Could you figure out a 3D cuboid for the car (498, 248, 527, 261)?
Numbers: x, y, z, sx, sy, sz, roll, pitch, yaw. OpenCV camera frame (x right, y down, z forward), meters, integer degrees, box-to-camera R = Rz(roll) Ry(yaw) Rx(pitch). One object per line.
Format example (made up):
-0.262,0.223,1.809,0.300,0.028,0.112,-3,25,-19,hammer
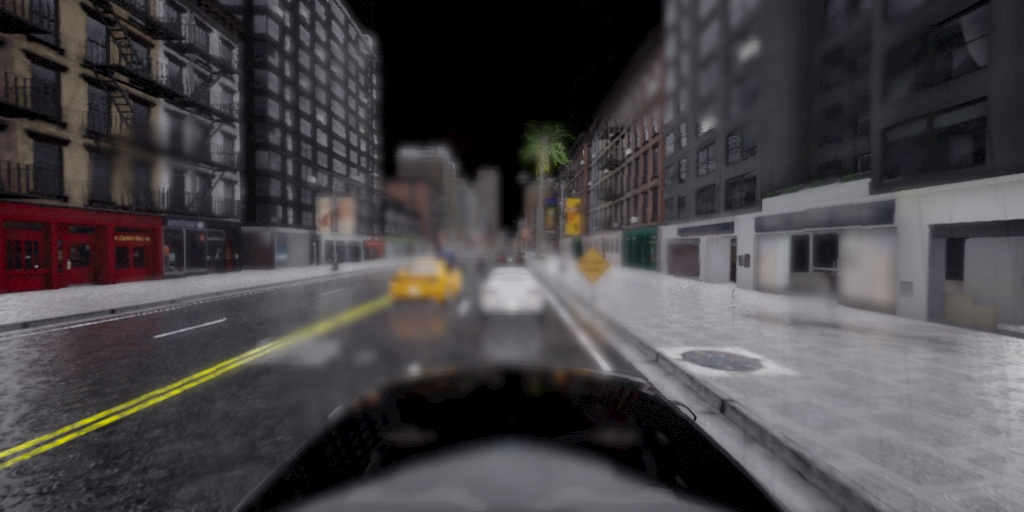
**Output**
0.025,0.376,29.091,2.150,2.045,5.566,0,2,0,car

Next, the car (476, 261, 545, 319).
0.029,1.058,11.649,1.812,1.442,4.674,0,1,0,car

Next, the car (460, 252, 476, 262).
-6.643,0.139,54.069,1.812,1.442,4.674,0,1,0,car

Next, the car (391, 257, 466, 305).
-3.203,0.954,14.227,1.882,1.535,5.008,0,1,0,car

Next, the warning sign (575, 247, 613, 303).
2.834,0.631,12.429,1.300,1.860,1.060,0,0,0,warning sign

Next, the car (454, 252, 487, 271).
-3.221,0.620,30.235,2.128,1.511,4.902,0,1,0,car

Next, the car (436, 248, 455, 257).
-9.887,-0.170,54.321,2.150,2.045,5.566,0,1,0,car
